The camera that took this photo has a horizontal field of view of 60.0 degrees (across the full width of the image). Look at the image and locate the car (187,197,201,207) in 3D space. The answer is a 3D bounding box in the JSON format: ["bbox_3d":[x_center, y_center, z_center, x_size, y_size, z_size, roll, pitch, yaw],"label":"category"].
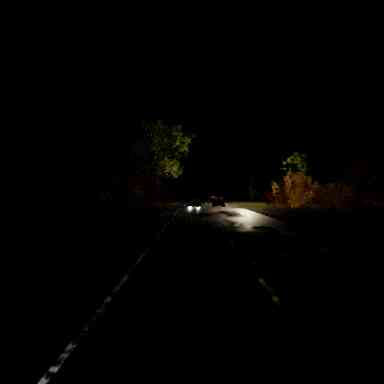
[{"bbox_3d":[0.331,1.521,50.715,1.994,1.385,4.181,0,0,2],"label":"car"}]

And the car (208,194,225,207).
[{"bbox_3d":[4.030,1.456,51.505,2.128,1.511,4.902,0,0,2],"label":"car"}]
